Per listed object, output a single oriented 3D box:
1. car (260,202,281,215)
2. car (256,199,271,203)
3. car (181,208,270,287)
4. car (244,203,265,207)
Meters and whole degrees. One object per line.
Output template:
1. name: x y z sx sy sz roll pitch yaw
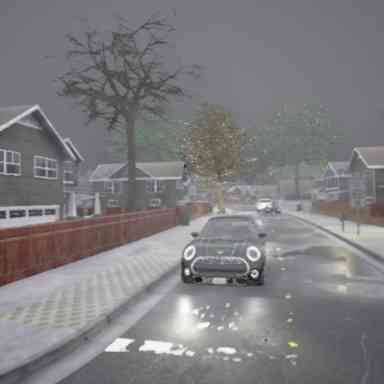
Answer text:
1. car: 10.103 2.248 42.229 1.895 1.301 4.718 -1 -1 8
2. car: 11.256 2.054 52.072 2.150 2.045 5.566 -1 -1 6
3. car: 1.148 1.530 10.018 2.097 1.767 4.553 -2 -1 13
4. car: 5.797 2.093 33.041 2.033 1.411 5.357 -1 -1 9
